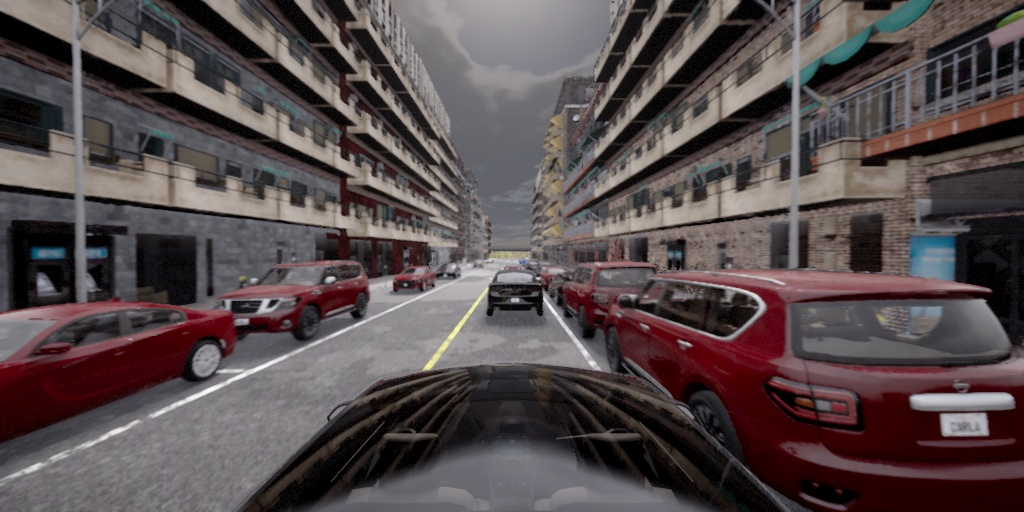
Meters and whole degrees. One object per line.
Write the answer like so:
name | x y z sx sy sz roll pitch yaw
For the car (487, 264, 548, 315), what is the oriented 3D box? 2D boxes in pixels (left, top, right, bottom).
car | 0.104 1.230 13.706 1.882 1.535 5.008 0 0 0

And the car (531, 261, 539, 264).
car | 2.669 1.317 27.137 1.948 1.339 4.313 0 0 0

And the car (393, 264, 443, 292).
car | -5.686 1.298 21.416 1.888 1.381 4.507 0 0 0

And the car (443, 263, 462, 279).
car | -5.682 1.316 32.747 1.948 1.339 4.313 0 0 0

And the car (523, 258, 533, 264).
car | 2.703 1.312 44.130 1.948 1.339 4.313 0 0 0

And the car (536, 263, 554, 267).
car | 2.662 1.297 21.473 1.888 1.381 4.507 0 0 0

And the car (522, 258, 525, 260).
car | 2.703 1.295 49.796 2.007 1.370 4.403 0 0 0

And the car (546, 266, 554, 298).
car | 2.661 1.318 15.808 1.948 1.339 4.313 0 0 0

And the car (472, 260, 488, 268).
car | -5.674 1.288 61.072 2.007 1.370 4.403 0 0 0

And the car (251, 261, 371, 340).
car | -5.689 1.067 10.086 2.192 1.841 5.009 0 0 0

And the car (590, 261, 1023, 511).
car | 2.657 1.065 4.479 2.192 1.841 5.009 0 0 0

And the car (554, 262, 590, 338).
car | 2.659 1.067 10.144 2.192 1.841 5.009 0 0 0

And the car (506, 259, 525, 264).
car | 0.111 1.349 39.352 1.895 1.301 4.718 0 0 0

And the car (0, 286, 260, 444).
car | -5.690 1.296 4.423 1.888 1.381 4.507 0 0 0
